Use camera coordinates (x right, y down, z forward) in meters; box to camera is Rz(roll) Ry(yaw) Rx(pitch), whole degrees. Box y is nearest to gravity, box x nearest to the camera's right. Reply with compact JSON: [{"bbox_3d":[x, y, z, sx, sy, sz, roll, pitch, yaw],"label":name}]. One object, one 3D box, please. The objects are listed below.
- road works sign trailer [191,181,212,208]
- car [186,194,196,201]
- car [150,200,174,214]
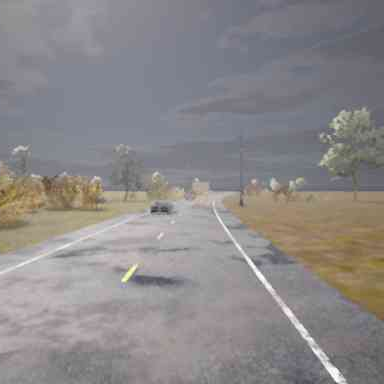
[{"bbox_3d":[1.140,0.293,43.627,2.380,3.560,2.880,0,0,3],"label":"road works sign trailer"},{"bbox_3d":[-0.269,1.216,73.581,1.994,1.385,4.181,0,0,5],"label":"car"},{"bbox_3d":[-2.919,1.471,32.923,1.895,1.301,4.718,0,0,2],"label":"car"}]
